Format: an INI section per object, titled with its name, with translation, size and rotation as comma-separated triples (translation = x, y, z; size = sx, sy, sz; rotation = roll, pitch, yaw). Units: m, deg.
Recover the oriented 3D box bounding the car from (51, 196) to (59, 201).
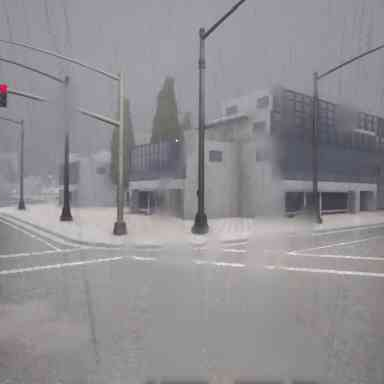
[car]
translation = -32.567, 1.439, 83.306
size = 4.892, 1.490, 1.837
rotation = 0, 0, -7
